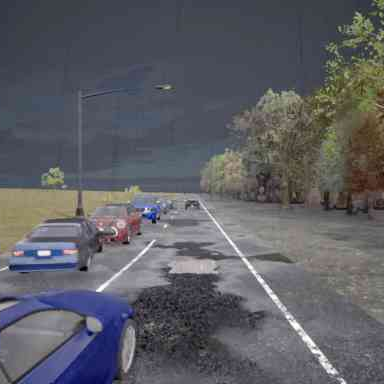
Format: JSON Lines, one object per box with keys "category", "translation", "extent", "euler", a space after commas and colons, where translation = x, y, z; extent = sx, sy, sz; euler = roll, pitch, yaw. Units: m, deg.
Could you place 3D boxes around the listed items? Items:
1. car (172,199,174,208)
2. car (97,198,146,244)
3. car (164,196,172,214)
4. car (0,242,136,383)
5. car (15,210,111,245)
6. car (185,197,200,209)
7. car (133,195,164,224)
{"category": "car", "translation": [-3.607, 1.347, 45.280], "extent": [2.097, 1.767, 4.553], "euler": [0, 0, 0]}
{"category": "car", "translation": [-3.681, 1.354, 15.612], "extent": [2.097, 1.767, 4.553], "euler": [0, 0, 1]}
{"category": "car", "translation": [-3.605, 1.351, 35.273], "extent": [2.097, 1.767, 4.553], "euler": [0, 0, 0]}
{"category": "car", "translation": [-1.831, 1.526, 2.590], "extent": [1.812, 1.442, 4.674], "euler": [0, 0, 6]}
{"category": "car", "translation": [-4.012, 1.549, 10.667], "extent": [2.033, 1.411, 5.357], "euler": [0, 0, -8]}
{"category": "car", "translation": [0.046, 1.500, 44.315], "extent": [1.837, 1.490, 4.892], "euler": [0, 0, 0]}
{"category": "car", "translation": [-3.612, 1.223, 25.268], "extent": [2.150, 2.045, 5.566], "euler": [0, 0, -1]}
